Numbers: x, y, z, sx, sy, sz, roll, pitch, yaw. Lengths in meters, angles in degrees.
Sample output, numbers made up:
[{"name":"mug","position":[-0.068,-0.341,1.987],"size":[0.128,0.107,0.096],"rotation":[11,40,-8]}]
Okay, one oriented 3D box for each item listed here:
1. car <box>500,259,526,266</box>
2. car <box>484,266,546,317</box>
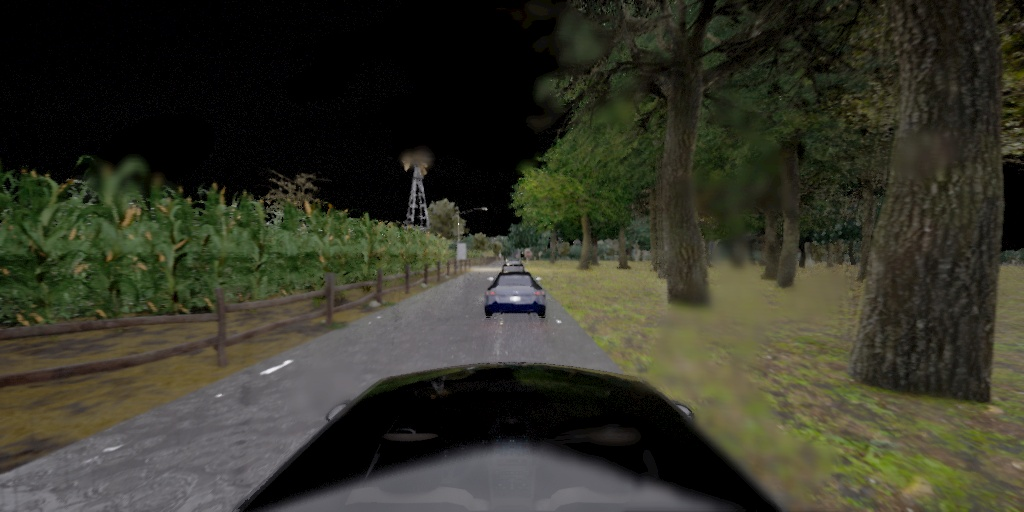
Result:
[{"name":"car","position":[0.098,1.018,29.308],"size":[2.128,1.511,4.902],"rotation":[0,0,0]},{"name":"car","position":[0.098,1.220,12.646],"size":[1.994,1.385,4.181],"rotation":[0,0,0]}]
